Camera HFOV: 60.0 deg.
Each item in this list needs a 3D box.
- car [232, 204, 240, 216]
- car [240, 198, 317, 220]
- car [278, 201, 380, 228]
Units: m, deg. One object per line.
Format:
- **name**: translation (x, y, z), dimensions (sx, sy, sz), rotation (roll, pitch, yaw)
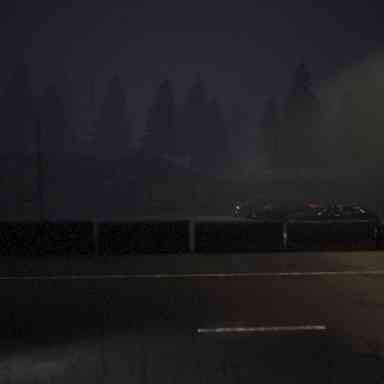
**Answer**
- **car**: translation (5.721, 1.249, 28.530), dimensions (4.553, 1.767, 2.097), rotation (0, 0, -3)
- **car**: translation (5.944, 1.394, 21.532), dimensions (5.008, 1.535, 1.882), rotation (0, 0, -3)
- **car**: translation (7.546, 1.423, 18.112), dimensions (4.892, 1.490, 1.837), rotation (0, 0, -3)
